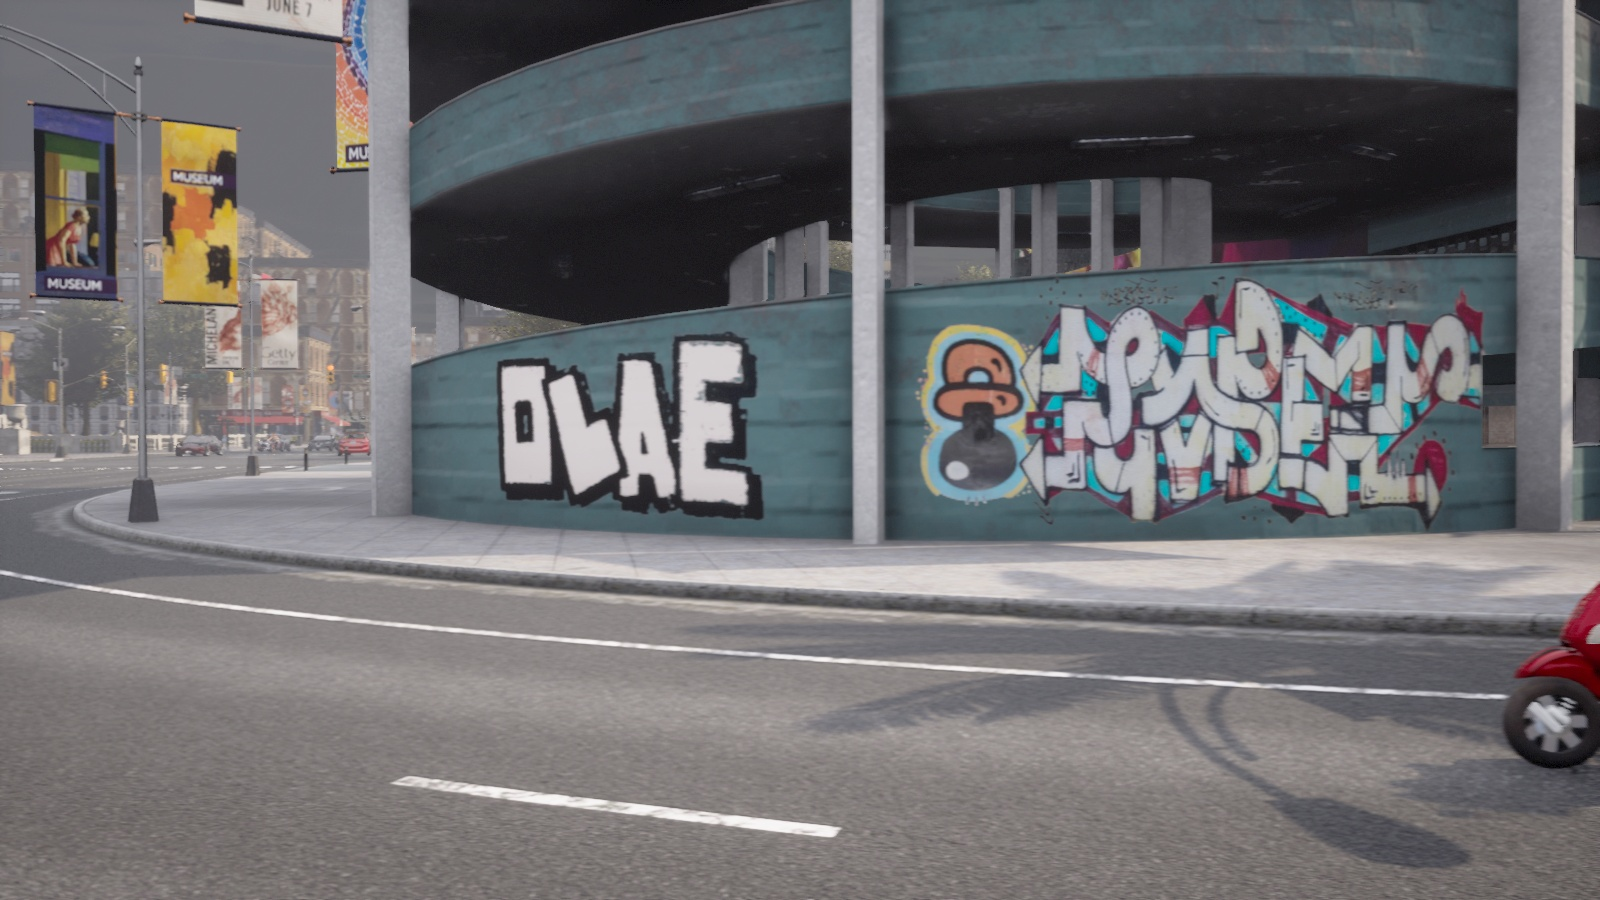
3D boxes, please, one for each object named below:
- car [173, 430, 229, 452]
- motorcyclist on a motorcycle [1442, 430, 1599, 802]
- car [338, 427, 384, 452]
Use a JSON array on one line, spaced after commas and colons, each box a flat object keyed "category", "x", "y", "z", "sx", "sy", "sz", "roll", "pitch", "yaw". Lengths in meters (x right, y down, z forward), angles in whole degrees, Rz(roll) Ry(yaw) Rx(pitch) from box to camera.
[{"category": "car", "x": -40.558, "y": -0.618, "z": 85.126, "sx": 2.163, "sy": 1.488, "sz": 4.792, "roll": 0, "pitch": 1, "yaw": -9}, {"category": "motorcyclist on a motorcycle", "x": 4.016, "y": 0.712, "z": 5.675, "sx": 1.817, "sy": 1.590, "sz": 0.866, "roll": 0, "pitch": 0, "yaw": 13}, {"category": "car", "x": -30.097, "y": -0.748, "z": 86.201, "sx": 2.242, "sy": 1.667, "sz": 4.611, "roll": 0, "pitch": 1, "yaw": -9}]
